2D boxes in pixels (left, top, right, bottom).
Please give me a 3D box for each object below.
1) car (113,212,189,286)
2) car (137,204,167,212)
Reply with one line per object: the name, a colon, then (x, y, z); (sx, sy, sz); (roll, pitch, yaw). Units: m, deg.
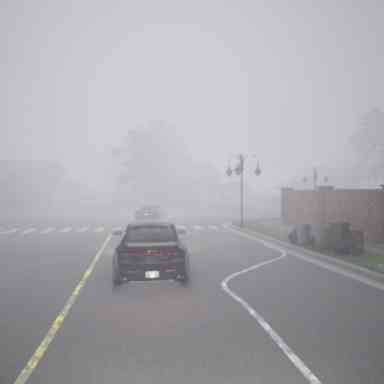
car: (-1.210, 1.558, 9.664); (1.837, 1.490, 4.892); (0, 0, -8)
car: (-3.391, 1.728, 28.386); (1.994, 1.385, 4.181); (0, 0, 7)
